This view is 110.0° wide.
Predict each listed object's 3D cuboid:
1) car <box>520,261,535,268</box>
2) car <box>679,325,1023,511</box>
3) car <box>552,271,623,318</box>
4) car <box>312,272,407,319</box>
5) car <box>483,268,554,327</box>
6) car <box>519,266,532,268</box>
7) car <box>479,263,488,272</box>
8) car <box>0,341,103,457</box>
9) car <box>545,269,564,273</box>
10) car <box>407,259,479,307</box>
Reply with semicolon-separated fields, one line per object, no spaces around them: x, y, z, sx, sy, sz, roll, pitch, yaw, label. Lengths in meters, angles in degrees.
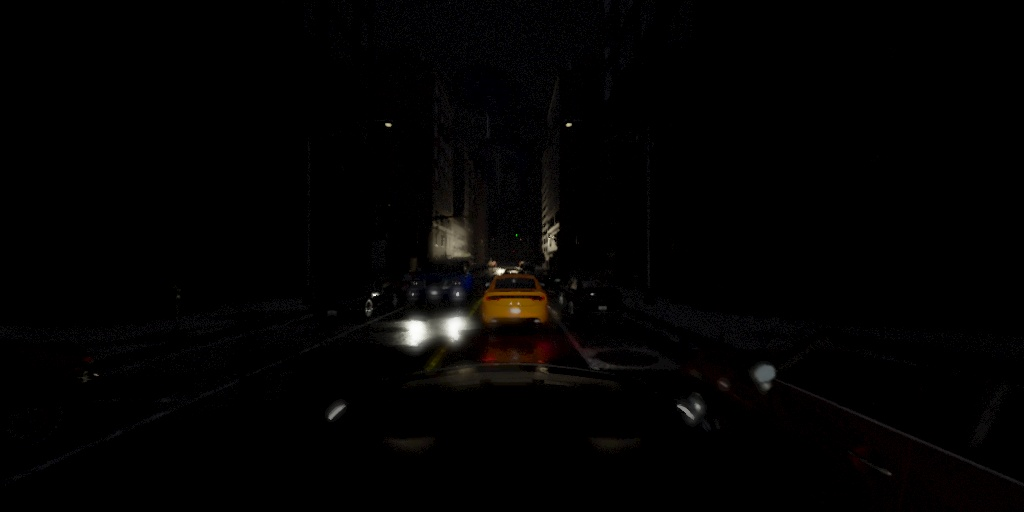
2.918;1.897;61.575;1.967;1.591;4.097;0;0;0;car
2.858;1.198;2.485;1.967;1.591;4.097;0;0;0;car
2.862;1.432;13.487;2.007;1.370;4.403;0;0;0;car
-5.663;1.448;13.490;1.948;1.339;4.313;0;0;0;car
0.102;1.343;12.057;1.882;1.535;5.008;0;-1;0;car
0.113;1.568;24.339;1.994;1.385;4.181;0;-1;-1;car
-5.607;2.040;61.592;1.802;1.307;4.207;0;0;0;car
-5.668;1.341;2.489;1.802;1.307;4.207;0;0;0;car
2.867;1.571;24.488;1.948;1.339;4.313;0;0;0;car
-3.063;1.144;17.016;2.150;2.045;5.566;0;-1;1;car
